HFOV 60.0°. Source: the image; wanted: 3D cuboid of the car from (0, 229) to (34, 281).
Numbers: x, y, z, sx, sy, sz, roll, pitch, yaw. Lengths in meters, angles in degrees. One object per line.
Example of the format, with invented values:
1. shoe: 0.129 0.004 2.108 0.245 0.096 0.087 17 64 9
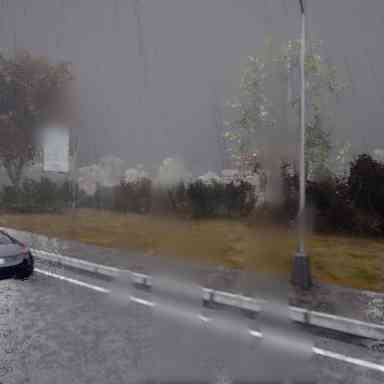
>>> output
1. car: -6.005 1.573 8.895 4.181 1.385 1.994 0 0 40
